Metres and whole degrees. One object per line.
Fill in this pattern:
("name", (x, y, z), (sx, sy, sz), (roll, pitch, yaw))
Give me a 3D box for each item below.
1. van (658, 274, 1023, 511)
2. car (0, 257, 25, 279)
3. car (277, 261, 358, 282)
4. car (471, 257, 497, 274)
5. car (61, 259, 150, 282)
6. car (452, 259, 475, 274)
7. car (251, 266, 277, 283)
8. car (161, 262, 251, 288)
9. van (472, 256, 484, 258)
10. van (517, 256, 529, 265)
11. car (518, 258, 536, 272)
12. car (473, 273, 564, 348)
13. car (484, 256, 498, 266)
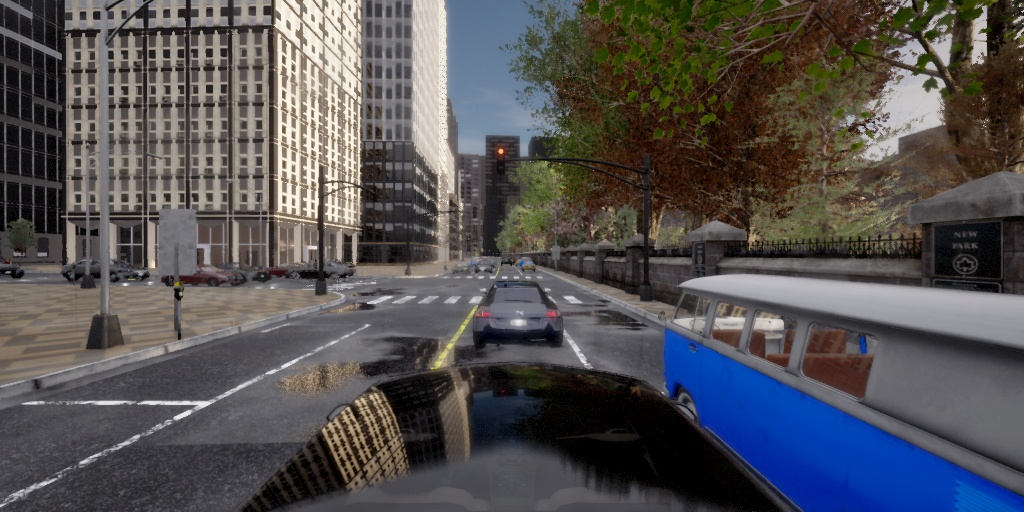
("van", (2.568, 1.091, 2.657), (1.690, 1.789, 3.998), (0, 0, 0))
("car", (-36.453, 0.916, 24.625), (4.181, 1.385, 1.994), (1, 0, 2))
("car", (-13.911, 1.091, 26.273), (4.902, 1.511, 2.128), (1, 0, 1))
("car", (-3.177, 1.229, 40.738), (2.128, 1.511, 4.902), (0, 0, -1))
("car", (-27.258, 0.948, 24.125), (4.902, 1.511, 2.128), (1, 0, 3))
("car", (-5.628, 1.288, 40.326), (2.007, 1.370, 4.403), (0, 0, -1))
("car", (-18.276, 1.123, 23.559), (4.181, 1.385, 1.994), (1, 0, 4))
("car", (-18.150, 1.149, 21.011), (4.207, 1.307, 1.802), (0, 0, 4))
("van", (-6.305, 1.063, 62.501), (1.690, 1.789, 3.998), (0, 0, -2))
("van", (2.012, 1.071, 51.749), (1.690, 1.789, 3.998), (0, 0, -1))
("car", (2.134, 1.260, 46.376), (1.751, 1.417, 4.829), (0, 0, -1))
("car", (0.101, 1.313, 9.238), (1.994, 1.385, 4.181), (0, 0, -1))
("car", (-3.573, 1.232, 58.502), (1.837, 1.490, 4.892), (0, 0, -1))
